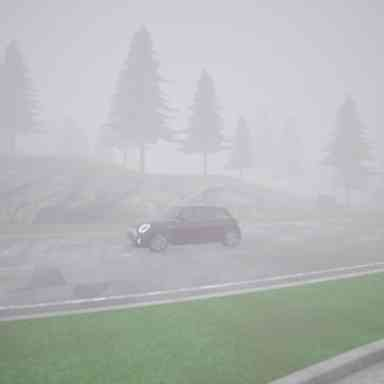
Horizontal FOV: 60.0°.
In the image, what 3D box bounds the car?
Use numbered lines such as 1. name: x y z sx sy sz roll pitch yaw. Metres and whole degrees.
1. car: -0.323 1.288 13.424 4.553 1.767 2.097 0 0 -24
